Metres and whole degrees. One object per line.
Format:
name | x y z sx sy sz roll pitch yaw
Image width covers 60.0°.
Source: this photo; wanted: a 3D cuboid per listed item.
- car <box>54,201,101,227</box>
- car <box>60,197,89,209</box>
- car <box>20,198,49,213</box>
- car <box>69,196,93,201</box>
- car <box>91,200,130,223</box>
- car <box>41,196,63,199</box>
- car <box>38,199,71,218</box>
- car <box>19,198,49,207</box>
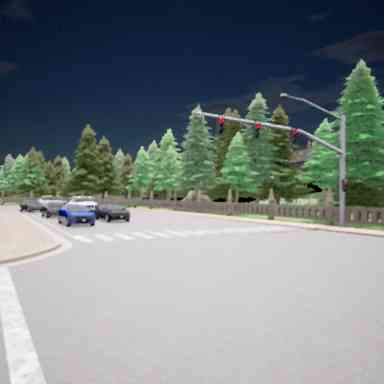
car | -8.569 1.648 24.571 1.882 1.535 5.008 1 -1 -31
car | -19.339 1.790 54.660 4.553 1.767 2.097 0 -1 34
car | -19.819 1.772 41.293 1.837 1.490 4.892 1 -1 -44
car | -11.975 1.510 36.758 2.150 2.045 5.566 1 -1 -33
car | -6.854 1.714 28.481 1.882 1.535 5.008 1 -1 -31
car | -18.785 1.549 45.254 5.566 2.045 2.150 0 -1 42
car | -13.435 1.726 32.500 1.837 1.490 4.892 1 -1 -32
car | -28.210 1.914 59.491 4.892 1.490 1.837 0 -1 18
